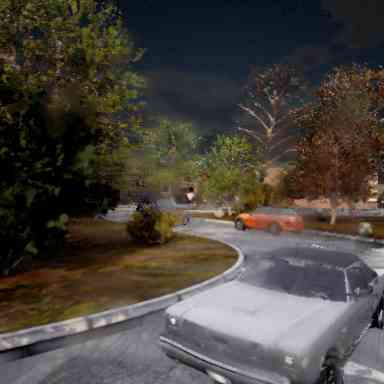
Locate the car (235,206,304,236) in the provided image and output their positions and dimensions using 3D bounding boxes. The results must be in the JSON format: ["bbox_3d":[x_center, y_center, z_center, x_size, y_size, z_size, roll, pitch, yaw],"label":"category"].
[{"bbox_3d":[4.762,1.679,21.183,2.097,1.767,4.553,2,-1,-32],"label":"car"}]

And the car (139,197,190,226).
[{"bbox_3d":[-2.350,1.459,25.610,2.150,2.045,5.566,2,-1,-33],"label":"car"}]

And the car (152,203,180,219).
[{"bbox_3d":[-2.752,1.928,34.296,1.994,1.385,4.181,2,-1,-17],"label":"car"}]

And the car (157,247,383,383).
[{"bbox_3d":[1.680,1.648,5.182,1.895,1.301,4.718,0,0,39],"label":"car"}]
